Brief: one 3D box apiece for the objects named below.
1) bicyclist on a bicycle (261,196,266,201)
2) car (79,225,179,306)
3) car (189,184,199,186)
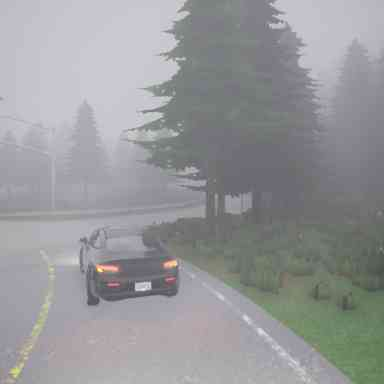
[{"bbox_3d":[6.311,0.894,30.393,1.656,1.620,0.582,-13,-4,35],"label":"bicyclist on a bicycle"},{"bbox_3d":[-1.683,1.526,8.115,1.812,1.442,4.674,0,0,-21],"label":"car"},{"bbox_3d":[0.576,-1.747,69.734,1.994,1.385,4.181,0,5,-5],"label":"car"}]
